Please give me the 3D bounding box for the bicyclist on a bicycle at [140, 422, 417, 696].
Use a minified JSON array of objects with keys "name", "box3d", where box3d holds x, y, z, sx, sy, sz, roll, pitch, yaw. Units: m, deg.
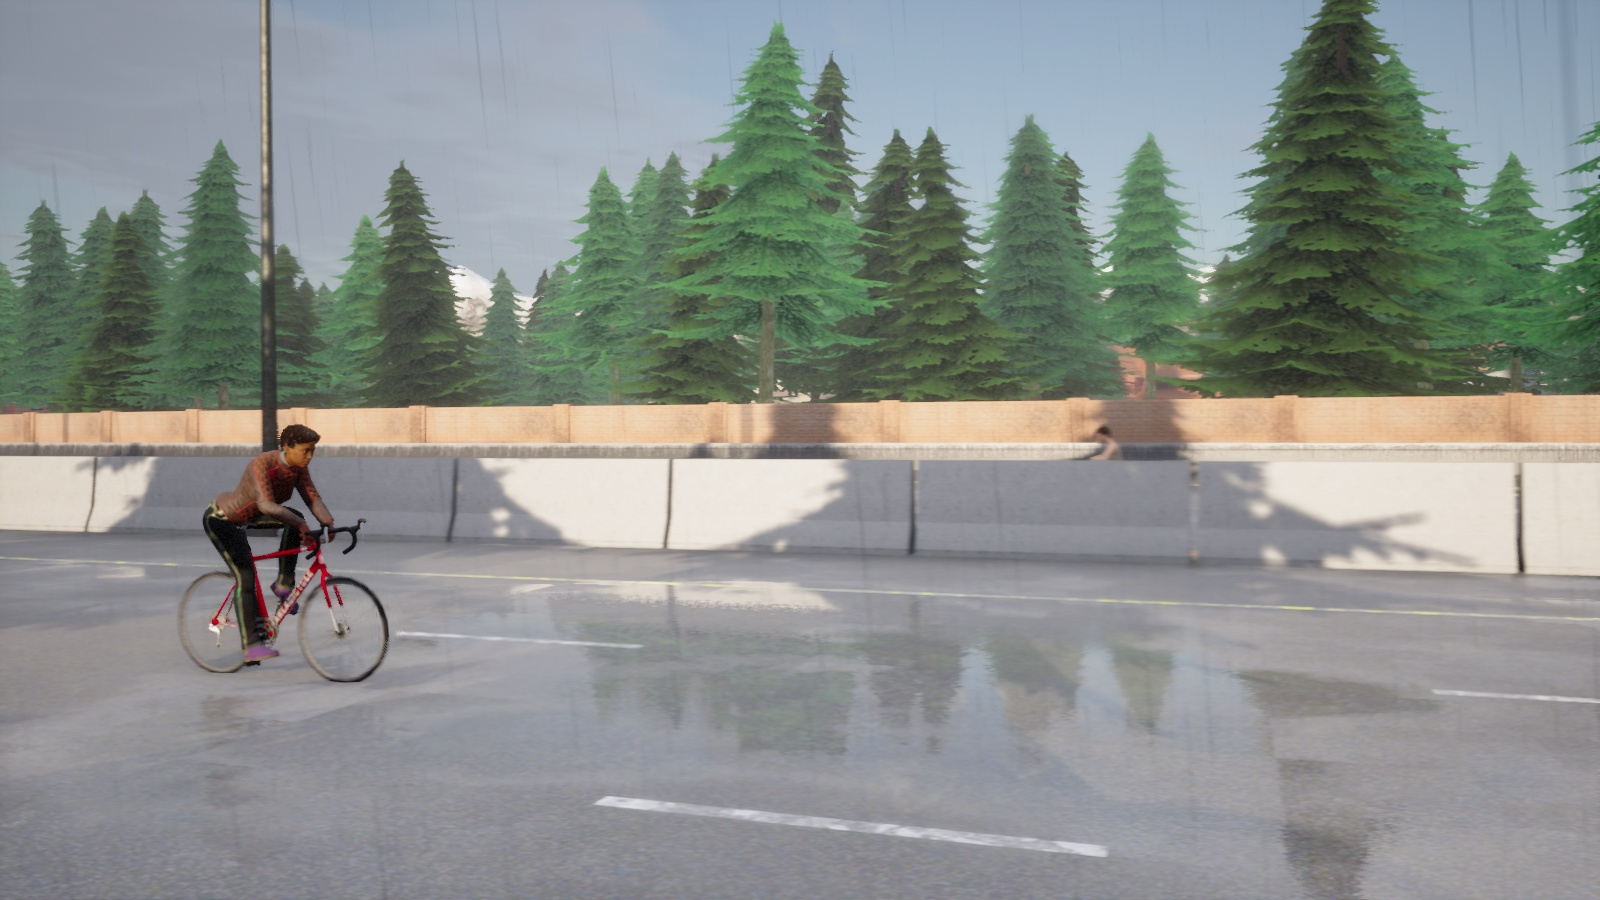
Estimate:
[{"name":"bicyclist on a bicycle","box3d":[-3.323,0.639,8.004,1.656,1.620,0.582,1,1,19]}]
